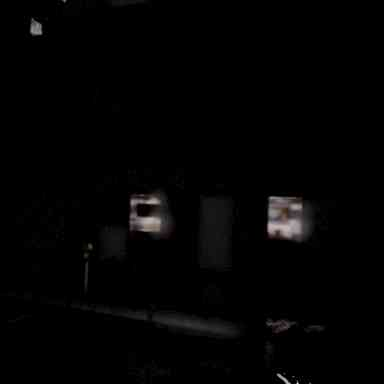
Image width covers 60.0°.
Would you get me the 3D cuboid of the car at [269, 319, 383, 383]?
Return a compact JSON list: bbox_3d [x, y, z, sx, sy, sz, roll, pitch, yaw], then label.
[{"bbox_3d":[3.215,1.830,3.041,4.892,1.490,1.837,1,-3,19],"label":"car"}]
